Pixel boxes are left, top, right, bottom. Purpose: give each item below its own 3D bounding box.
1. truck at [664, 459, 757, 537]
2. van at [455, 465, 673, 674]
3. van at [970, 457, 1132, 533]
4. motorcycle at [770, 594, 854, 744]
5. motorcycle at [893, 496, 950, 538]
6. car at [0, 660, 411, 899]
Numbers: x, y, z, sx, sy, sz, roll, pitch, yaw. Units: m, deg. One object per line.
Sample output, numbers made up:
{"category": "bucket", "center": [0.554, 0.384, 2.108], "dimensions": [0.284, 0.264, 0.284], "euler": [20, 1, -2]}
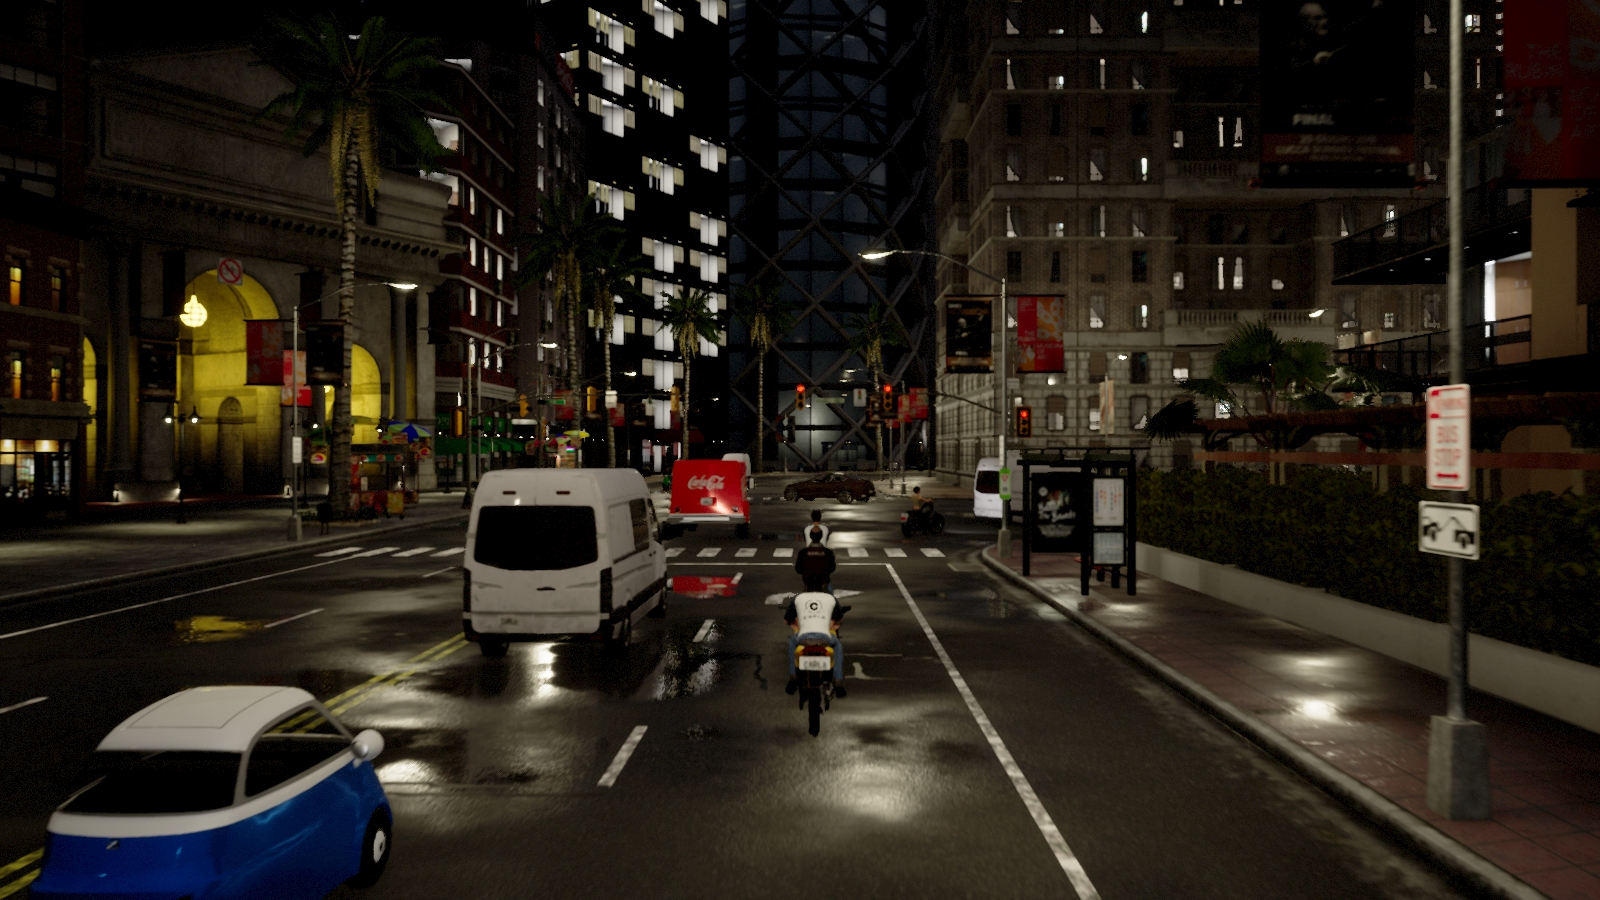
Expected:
{"category": "truck", "center": [-2.911, 1.576, 38.600], "dimensions": [2.627, 2.467, 5.204], "euler": [0, -1, 1]}
{"category": "van", "center": [-3.304, 1.547, 17.361], "dimensions": [1.988, 2.561, 5.915], "euler": [0, 0, 1]}
{"category": "van", "center": [9.164, 1.563, 41.537], "dimensions": [5.915, 2.561, 1.988], "euler": [0, 0, -28]}
{"category": "motorcycle", "center": [0.133, 2.224, 11.933], "dimensions": [0.803, 1.145, 2.033], "euler": [0, 1, 1]}
{"category": "motorcycle", "center": [4.055, 2.196, 37.936], "dimensions": [0.764, 1.277, 2.356], "euler": [0, 0, 38]}
{"category": "car", "center": [-3.405, 2.126, 6.691], "dimensions": [1.481, 1.376, 2.207], "euler": [0, 0, 1]}
